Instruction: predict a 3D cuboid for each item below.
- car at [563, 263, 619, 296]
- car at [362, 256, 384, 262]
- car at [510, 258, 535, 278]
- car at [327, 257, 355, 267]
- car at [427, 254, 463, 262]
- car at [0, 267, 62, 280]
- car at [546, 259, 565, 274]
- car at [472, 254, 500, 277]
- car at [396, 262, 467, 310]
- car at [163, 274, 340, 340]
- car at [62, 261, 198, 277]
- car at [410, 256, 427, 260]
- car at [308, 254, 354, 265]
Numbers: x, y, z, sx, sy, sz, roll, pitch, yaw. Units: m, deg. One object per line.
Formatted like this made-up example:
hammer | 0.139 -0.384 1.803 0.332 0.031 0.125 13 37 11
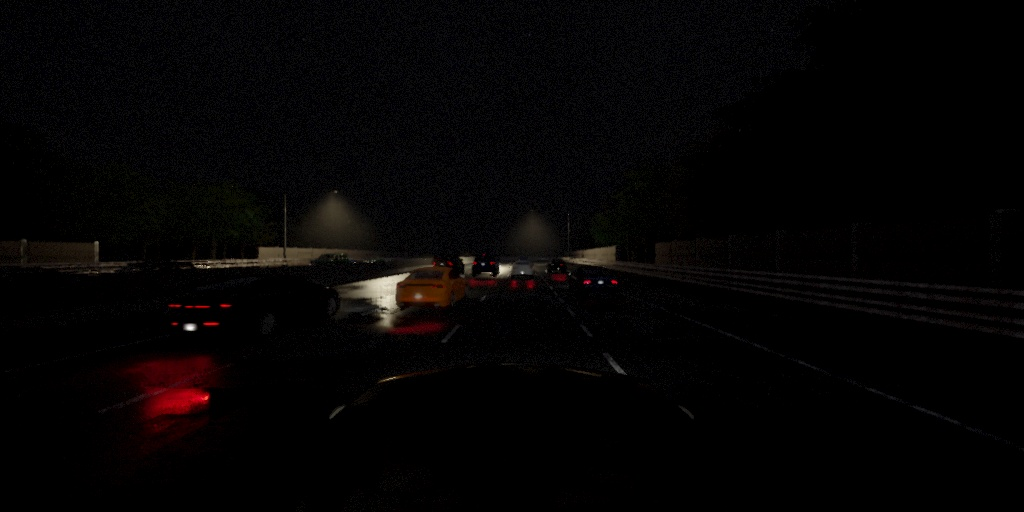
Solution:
car | 4.115 1.236 18.748 2.033 1.411 5.357 0 0 2
car | -22.758 0.788 58.887 2.097 1.767 4.553 0 0 2
car | 0.931 1.134 31.622 1.812 1.442 4.674 0 0 2
car | -26.377 0.922 55.480 1.882 1.535 5.008 0 0 2
car | -5.914 0.814 33.437 2.150 2.045 5.566 0 0 2
car | -24.149 1.237 17.239 2.033 1.411 5.357 0 0 2
car | 4.754 1.060 38.471 1.837 1.490 4.892 0 0 2
car | -2.402 0.813 33.750 2.150 2.045 5.566 0 0 2
car | -3.029 1.184 14.388 1.882 1.535 5.008 0 0 2
car | -6.676 1.228 9.943 1.837 1.490 4.892 0 0 2
car | -17.154 1.045 16.889 2.097 1.767 4.553 0 0 2
car | -15.752 0.984 59.030 2.033 1.411 5.357 0 0 2
car | -19.925 0.770 39.351 2.150 2.045 5.566 0 0 2
